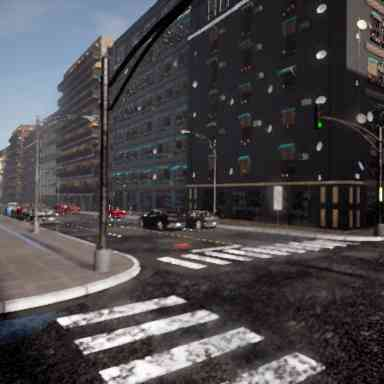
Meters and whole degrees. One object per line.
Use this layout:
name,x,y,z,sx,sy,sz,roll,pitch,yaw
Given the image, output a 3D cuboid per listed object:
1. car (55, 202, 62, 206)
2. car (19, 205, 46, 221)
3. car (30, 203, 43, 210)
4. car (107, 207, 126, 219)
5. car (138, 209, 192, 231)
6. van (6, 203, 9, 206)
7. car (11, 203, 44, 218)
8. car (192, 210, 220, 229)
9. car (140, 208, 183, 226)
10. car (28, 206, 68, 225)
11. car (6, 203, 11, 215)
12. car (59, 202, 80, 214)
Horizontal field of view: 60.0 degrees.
car,-22.710,2.687,58.280,2.192,1.841,5.009,-1,-1,-36
car,-16.566,2.375,35.089,1.947,1.339,4.313,0,-1,-36
car,-35.826,3.279,76.584,1.967,1.590,4.097,-1,-1,-36
car,-9.514,2.460,39.900,1.887,1.381,4.507,-1,-1,-36
car,-2.358,2.079,25.291,1.837,1.490,4.892,1,-2,-36
van,-26.273,2.493,48.924,1.690,1.788,3.998,0,-1,-36
car,-19.713,2.239,39.769,2.192,1.841,5.009,0,-1,-36
car,0.358,2.138,26.315,2.008,1.369,4.403,-1,-1,-36
car,-2.870,2.245,30.805,2.008,1.369,4.403,-1,-1,-36
car,-13.287,2.248,30.512,2.008,1.369,4.403,0,-1,-36
car,-22.989,2.589,44.344,2.008,1.369,4.403,0,-1,-36
car,-19.426,2.802,53.700,1.887,1.381,4.507,-1,-1,-36
